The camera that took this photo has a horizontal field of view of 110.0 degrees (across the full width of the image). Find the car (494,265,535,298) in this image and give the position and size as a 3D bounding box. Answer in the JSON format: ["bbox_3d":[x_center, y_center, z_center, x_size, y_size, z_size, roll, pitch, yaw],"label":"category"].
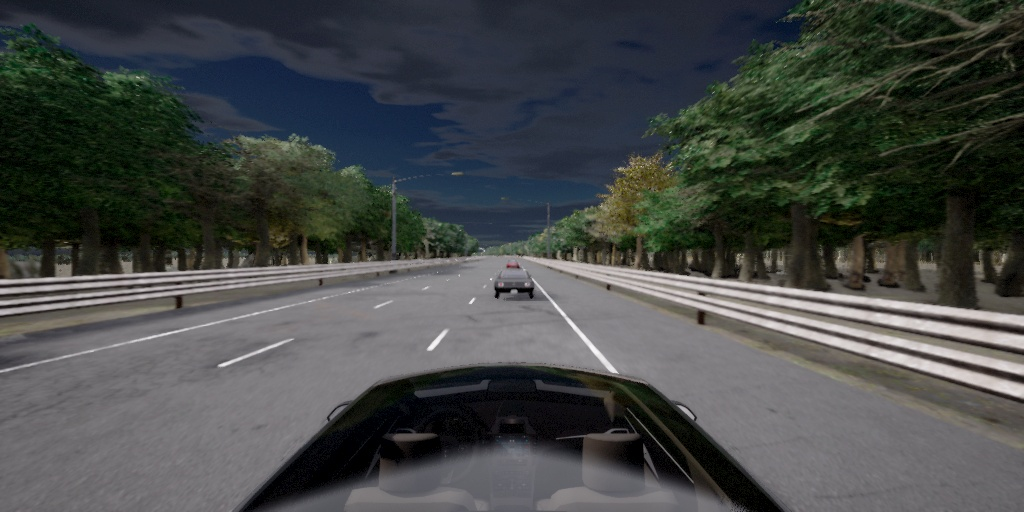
[{"bbox_3d":[0.102,1.332,18.504,1.895,1.301,4.718,0,0,0],"label":"car"}]

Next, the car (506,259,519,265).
[{"bbox_3d":[0.108,1.218,56.252,1.994,1.385,4.181,0,0,0],"label":"car"}]
